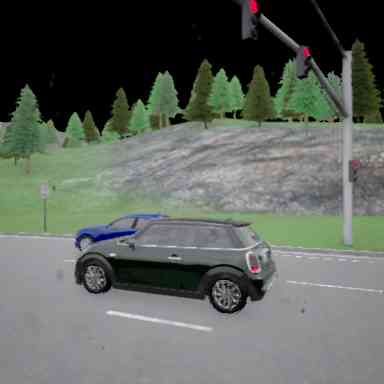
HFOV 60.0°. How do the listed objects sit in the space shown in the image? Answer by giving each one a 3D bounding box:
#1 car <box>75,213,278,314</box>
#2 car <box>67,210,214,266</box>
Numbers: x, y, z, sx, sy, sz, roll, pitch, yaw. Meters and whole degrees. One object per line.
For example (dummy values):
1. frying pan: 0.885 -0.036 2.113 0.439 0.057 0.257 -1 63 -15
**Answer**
1. car: -0.441 1.369 7.665 4.553 1.767 2.097 0 0 24
2. car: -1.898 1.510 12.041 5.008 1.535 1.882 0 0 23
